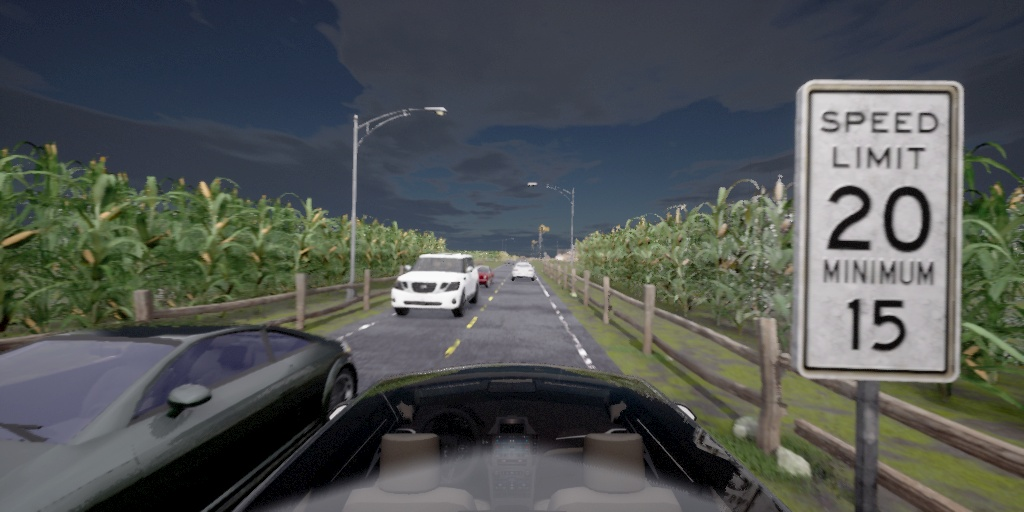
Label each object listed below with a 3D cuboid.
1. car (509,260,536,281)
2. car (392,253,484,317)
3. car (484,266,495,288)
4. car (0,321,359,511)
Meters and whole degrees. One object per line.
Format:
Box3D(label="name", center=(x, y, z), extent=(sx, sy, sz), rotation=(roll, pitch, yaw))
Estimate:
Box3D(label="car", center=(0.957, 1.287, 30.869), extent=(1.812, 1.442, 4.674), rotation=(1, 0, 2))
Box3D(label="car", center=(-2.539, 0.907, 13.324), extent=(2.150, 2.045, 5.566), rotation=(1, 0, 2))
Box3D(label="car", center=(-2.219, 1.289, 23.239), extent=(1.895, 1.301, 4.718), rotation=(1, 0, 2))
Box3D(label="car", center=(-2.890, 1.248, 2.680), extent=(1.994, 1.385, 4.181), rotation=(1, 0, 2))
